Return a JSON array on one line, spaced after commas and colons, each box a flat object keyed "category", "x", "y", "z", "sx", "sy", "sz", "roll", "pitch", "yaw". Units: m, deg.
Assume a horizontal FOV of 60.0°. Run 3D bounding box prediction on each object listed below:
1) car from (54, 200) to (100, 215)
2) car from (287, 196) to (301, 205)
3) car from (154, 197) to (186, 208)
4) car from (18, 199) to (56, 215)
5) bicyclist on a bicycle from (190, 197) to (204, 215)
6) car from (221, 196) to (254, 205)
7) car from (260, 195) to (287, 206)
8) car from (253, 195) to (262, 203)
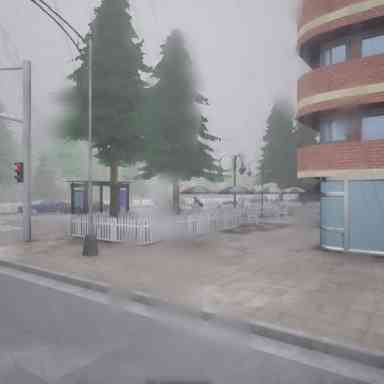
[{"category": "car", "x": -10.588, "y": 1.545, "z": 32.546, "sx": 1.895, "sy": 1.301, "sz": 4.718, "roll": 0, "pitch": 0, "yaw": 36}, {"category": "car", "x": 16.680, "y": 1.298, "z": 48.343, "sx": 4.553, "sy": 1.767, "sz": 2.097, "roll": 0, "pitch": 0, "yaw": -23}, {"category": "car", "x": -3.124, "y": 1.422, "z": 47.612, "sx": 5.008, "sy": 1.535, "sz": 1.882, "roll": 0, "pitch": 0, "yaw": -45}, {"category": "car", "x": -14.583, "y": 1.422, "z": 32.983, "sx": 1.882, "sy": 1.535, "sz": 5.008, "roll": 0, "pitch": 0, "yaw": 36}, {"category": "bicyclist on a bicycle", "x": 0.404, "y": 1.245, "z": 27.328, "sx": 1.656, "sy": 1.620, "sz": 0.582, "roll": 0, "pitch": 0, "yaw": 36}, {"category": "car", "x": 6.773, "y": 1.545, "z": 51.300, "sx": 4.718, "sy": 1.301, "sz": 1.895, "roll": 0, "pitch": 0, "yaw": -32}, {"category": "car", "x": 13.332, "y": 1.545, "z": 50.766, "sx": 4.718, "sy": 1.301, "sz": 1.895, "roll": 0, "pitch": 0, "yaw": -26}, {"category": "car", "x": 11.051, "y": 1.307, "z": 57.754, "sx": 4.553, "sy": 1.767, "sz": 2.097, "roll": 0, "pitch": 0, "yaw": -24}]
